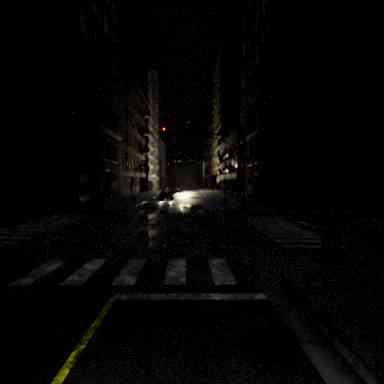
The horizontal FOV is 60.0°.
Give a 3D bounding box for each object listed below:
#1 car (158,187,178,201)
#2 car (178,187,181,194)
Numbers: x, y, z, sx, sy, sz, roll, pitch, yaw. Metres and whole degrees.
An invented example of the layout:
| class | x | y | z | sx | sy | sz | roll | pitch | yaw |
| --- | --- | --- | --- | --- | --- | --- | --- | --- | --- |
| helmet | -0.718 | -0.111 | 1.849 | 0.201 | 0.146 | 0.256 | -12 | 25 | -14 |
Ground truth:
| class | x | y | z | sx | sy | sz | roll | pitch | yaw |
| --- | --- | --- | --- | --- | --- | --- | --- | --- | --- |
| car | -3.162 | 0.375 | 41.715 | 2.033 | 1.411 | 5.357 | 0 | 2 | 0 |
| car | -3.259 | -0.356 | 67.311 | 1.994 | 1.385 | 4.181 | 0 | 2 | 0 |
